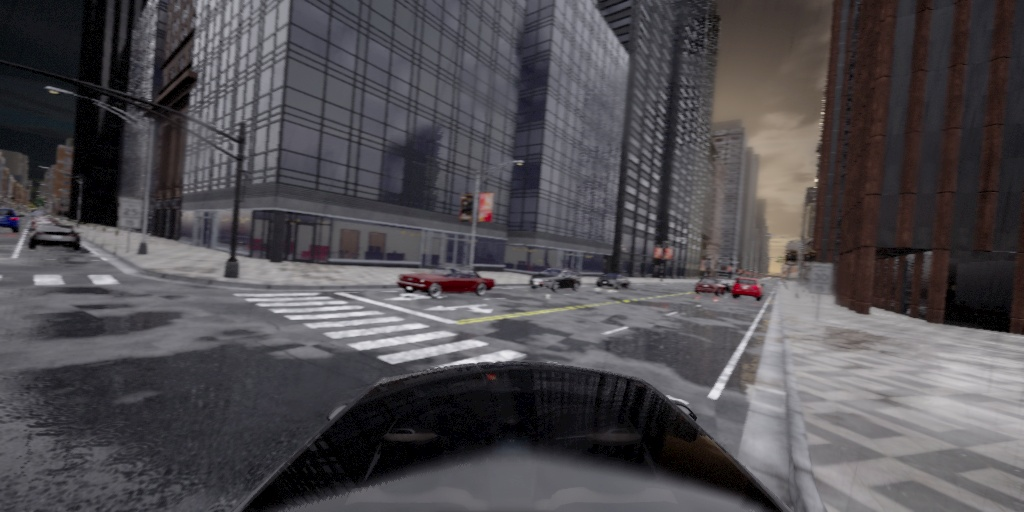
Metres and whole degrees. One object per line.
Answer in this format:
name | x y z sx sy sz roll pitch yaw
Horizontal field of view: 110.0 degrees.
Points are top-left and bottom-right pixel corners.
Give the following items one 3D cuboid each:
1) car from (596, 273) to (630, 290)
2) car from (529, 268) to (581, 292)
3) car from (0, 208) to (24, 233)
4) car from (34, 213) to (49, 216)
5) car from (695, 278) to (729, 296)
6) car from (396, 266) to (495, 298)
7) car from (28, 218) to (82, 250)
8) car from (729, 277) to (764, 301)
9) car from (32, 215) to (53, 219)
car | 9.431 2.292 33.222 1.994 1.385 4.181 5 0 38
car | 3.049 1.610 24.659 2.128 1.511 4.902 5 0 37
car | -44.358 -3.181 31.019 5.566 2.045 2.150 5 1 37
car | -48.459 -3.277 37.253 4.507 1.381 1.888 0 0 37
car | 20.506 3.094 37.015 2.097 1.767 4.553 5 0 39
car | -2.933 1.149 16.630 1.895 1.301 4.718 5 0 37
car | -25.941 -1.128 20.333 4.313 1.339 1.948 0 0 37
car | 22.768 3.157 34.615 2.150 2.045 5.566 5 0 37
car | -39.452 -2.385 30.485 4.207 1.307 1.802 0 0 37
